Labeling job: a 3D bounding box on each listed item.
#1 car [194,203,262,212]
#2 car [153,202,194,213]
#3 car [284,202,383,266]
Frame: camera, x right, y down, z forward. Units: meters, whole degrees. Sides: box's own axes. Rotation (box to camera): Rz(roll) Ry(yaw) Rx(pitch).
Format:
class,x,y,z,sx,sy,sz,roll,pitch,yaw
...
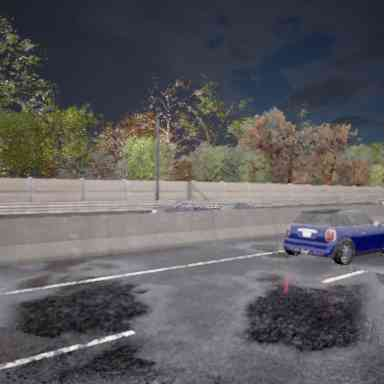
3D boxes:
class,x,y,z,sx,sy,sz,roll,pitch,yaw
car,2.880,1.527,23.251,5.008,1.535,1.882,0,0,-36
car,-0.257,1.646,25.313,4.718,1.301,1.895,0,0,-36
car,5.420,1.387,11.918,4.553,1.767,2.097,0,0,-36
